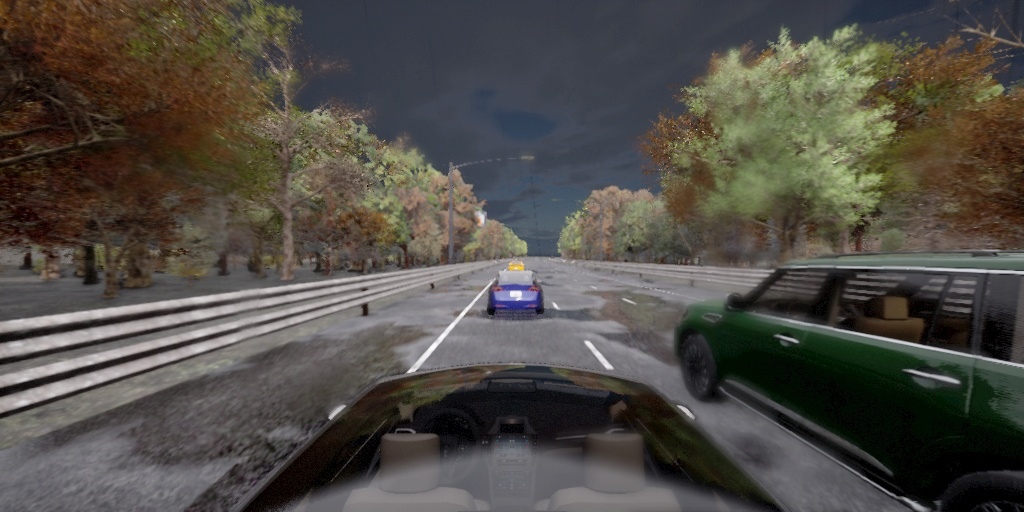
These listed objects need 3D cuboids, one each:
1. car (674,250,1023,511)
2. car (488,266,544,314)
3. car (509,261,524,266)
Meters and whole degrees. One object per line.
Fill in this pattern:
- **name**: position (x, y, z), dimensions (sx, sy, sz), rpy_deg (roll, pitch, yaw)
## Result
- **car**: position (3.600, 0.980, 3.235), dimensions (2.150, 2.045, 5.566), rpy_deg (0, 0, 0)
- **car**: position (0.140, 1.294, 14.097), dimensions (2.163, 1.488, 4.792), rpy_deg (0, 0, 0)
- **car**: position (0.560, 1.369, 45.700), dimensions (1.882, 1.535, 5.008), rpy_deg (0, 0, 1)
